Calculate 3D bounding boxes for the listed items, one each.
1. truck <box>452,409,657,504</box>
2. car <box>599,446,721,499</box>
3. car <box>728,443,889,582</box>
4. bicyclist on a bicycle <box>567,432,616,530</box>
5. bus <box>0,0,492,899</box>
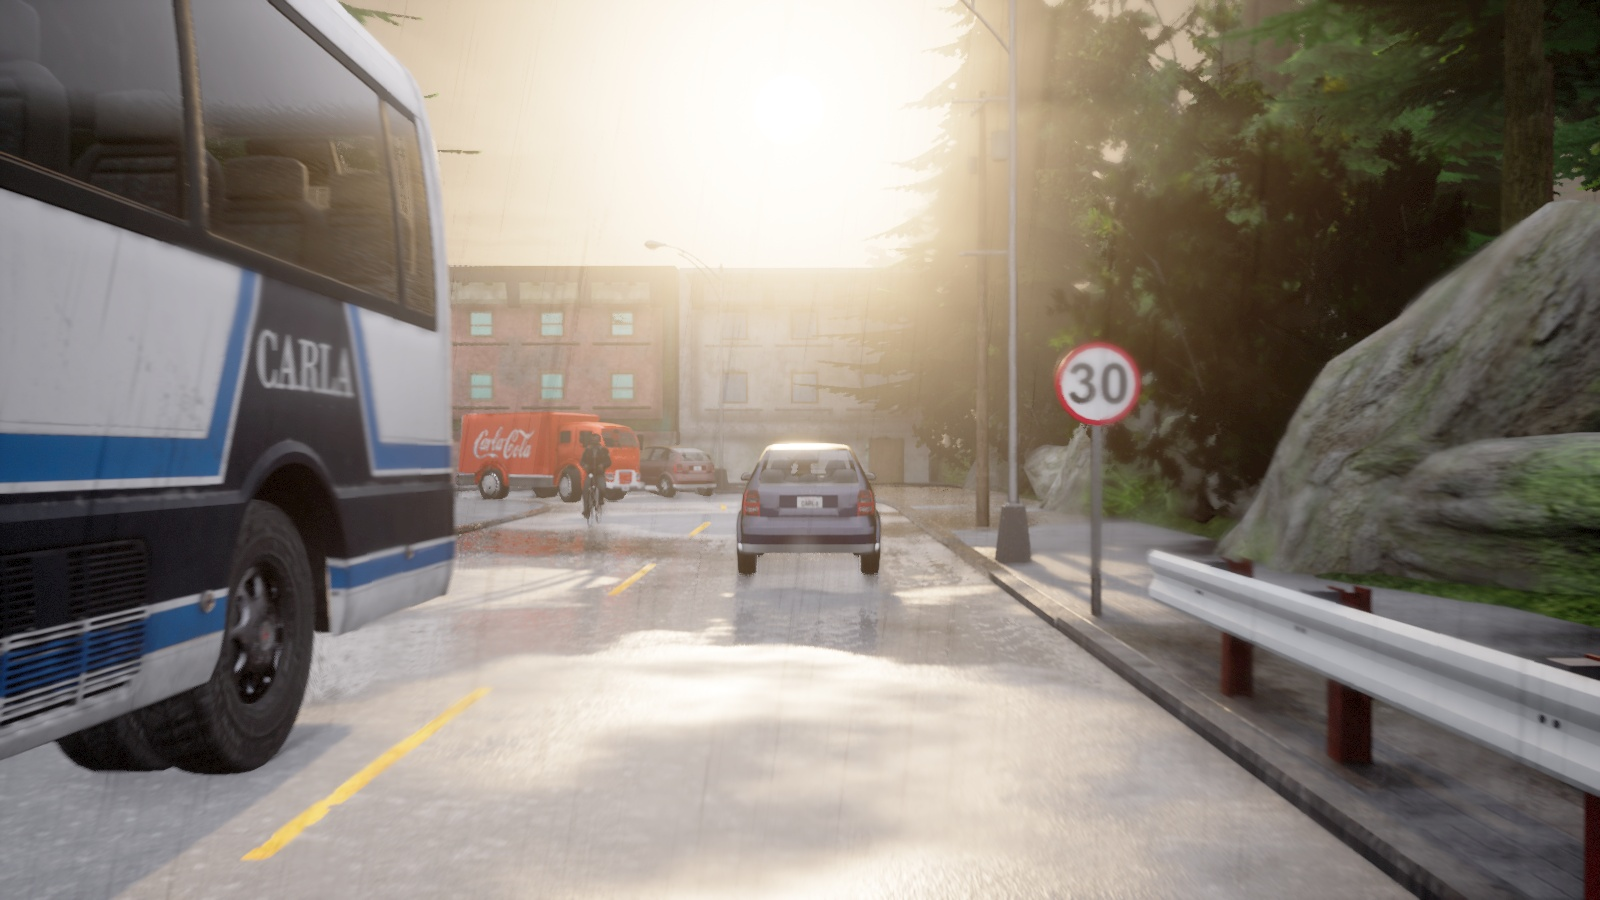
[{"bbox_3d":[-6.888,0.183,35.173,5.204,2.467,2.627,0,-1,32],"label":"truck"},{"bbox_3d":[-4.311,0.647,38.327,1.789,1.549,3.705,0,0,-44],"label":"car"},{"bbox_3d":[0.106,0.694,15.875,1.789,1.549,3.705,0,0,0],"label":"car"},{"bbox_3d":[-3.902,0.567,23.607,0.659,1.776,1.843,0,0,-1],"label":"bicyclist on a bicycle"},{"bbox_3d":[-3.969,-0.638,2.898,3.944,4.253,10.273,0,0,0],"label":"bus"}]
